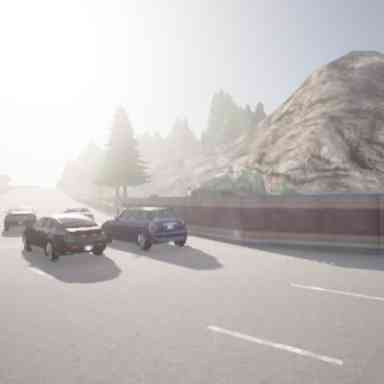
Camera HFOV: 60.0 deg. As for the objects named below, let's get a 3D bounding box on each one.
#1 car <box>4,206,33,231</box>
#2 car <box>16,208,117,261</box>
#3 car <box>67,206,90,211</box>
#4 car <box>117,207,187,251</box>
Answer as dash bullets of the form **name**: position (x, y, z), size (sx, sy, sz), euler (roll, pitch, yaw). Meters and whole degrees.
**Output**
- **car**: position (-11.465, 1.678, 22.416), size (2.128, 1.511, 4.902), euler (0, 0, -26)
- **car**: position (-5.026, 1.604, 12.828), size (1.837, 1.490, 4.892), euler (0, 0, -41)
- **car**: position (-8.209, 1.719, 23.704), size (2.033, 1.411, 5.357), euler (0, 0, -26)
- **car**: position (-2.298, 1.448, 15.020), size (2.097, 1.767, 4.553), euler (0, -1, -42)
